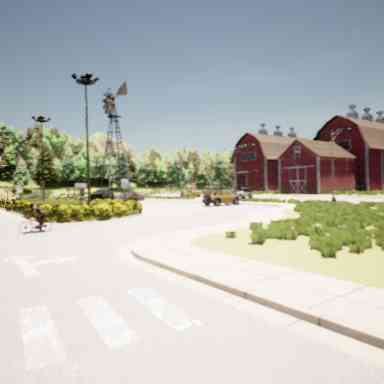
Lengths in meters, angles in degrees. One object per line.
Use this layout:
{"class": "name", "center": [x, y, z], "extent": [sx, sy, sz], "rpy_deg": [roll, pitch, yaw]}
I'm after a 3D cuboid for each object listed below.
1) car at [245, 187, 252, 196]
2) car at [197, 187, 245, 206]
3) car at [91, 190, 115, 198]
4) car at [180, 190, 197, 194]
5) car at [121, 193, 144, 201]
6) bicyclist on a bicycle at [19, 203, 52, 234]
{"class": "car", "center": [8.064, 0.195, 53.583], "extent": [3.866, 1.878, 1.905], "rpy_deg": [-2, 1, -36]}
{"class": "car", "center": [3.295, 0.607, 37.564], "extent": [4.605, 1.855, 1.932], "rpy_deg": [-2, 1, -36]}
{"class": "car", "center": [-14.436, 0.706, 52.608], "extent": [5.566, 2.045, 2.150], "rpy_deg": [0, 2, 44]}
{"class": "car", "center": [-0.287, 0.412, 64.182], "extent": [4.193, 1.474, 1.816], "rpy_deg": [-2, 1, -36]}
{"class": "car", "center": [-10.011, 0.834, 55.684], "extent": [3.905, 1.438, 1.784], "rpy_deg": [-2, 1, -36]}
{"class": "bicyclist on a bicycle", "center": [-8.405, 1.410, 17.874], "extent": [1.656, 1.620, 0.582], "rpy_deg": [-3, 1, -35]}
